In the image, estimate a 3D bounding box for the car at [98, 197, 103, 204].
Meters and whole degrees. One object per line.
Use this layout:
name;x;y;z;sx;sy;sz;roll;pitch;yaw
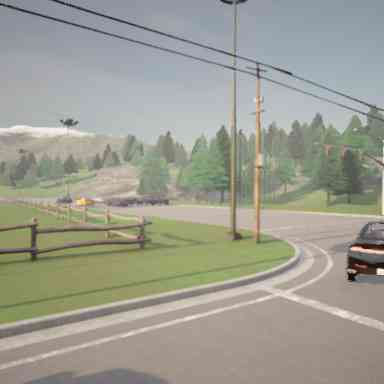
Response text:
car;-19.124;1.689;69.175;1.812;1.442;4.674;1;0;-35

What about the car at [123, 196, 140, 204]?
car;-13.299;1.695;73.061;1.882;1.535;5.008;1;0;-35

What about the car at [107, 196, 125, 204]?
car;-16.238;1.717;71.155;2.128;1.511;4.902;1;0;-35

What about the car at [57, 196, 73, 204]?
car;-24.797;1.468;65.081;2.097;1.767;4.553;1;0;-35

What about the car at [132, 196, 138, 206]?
car;-12.011;1.646;59.217;1.882;1.535;5.008;1;0;-35

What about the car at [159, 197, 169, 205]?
car;-6.136;1.725;63.031;1.837;1.490;4.892;1;0;-35

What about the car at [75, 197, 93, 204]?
car;-21.855;1.681;67.019;2.033;1.411;5.357;1;0;-35

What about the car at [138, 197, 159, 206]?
car;-8.531;1.700;60.352;1.837;1.490;4.892;1;0;-35

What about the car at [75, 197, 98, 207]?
car;-17.704;1.594;55.146;1.882;1.535;5.008;1;0;-35

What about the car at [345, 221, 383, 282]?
car;5.624;1.565;9.277;2.128;1.511;4.902;1;0;35

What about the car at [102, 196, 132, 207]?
car;-12.045;1.691;53.174;2.033;1.411;5.357;1;0;-35
